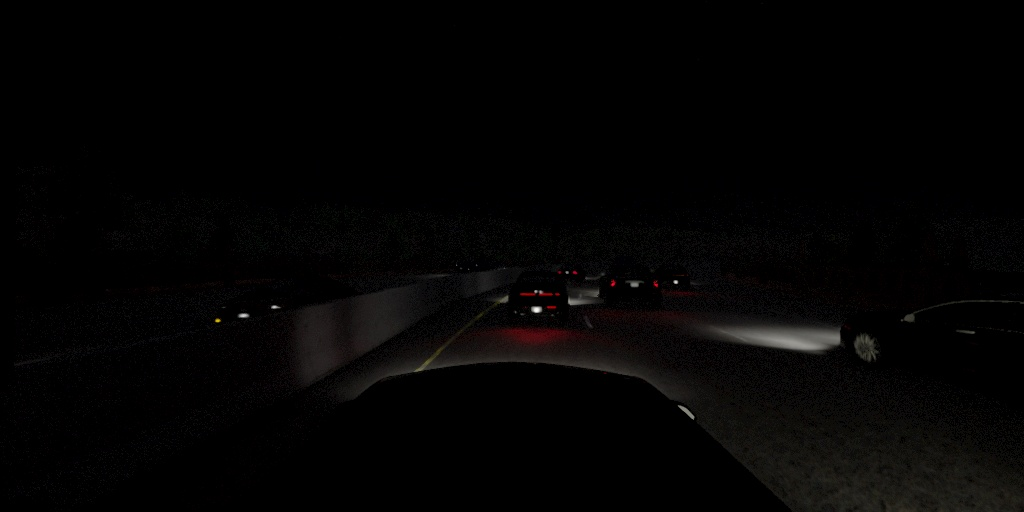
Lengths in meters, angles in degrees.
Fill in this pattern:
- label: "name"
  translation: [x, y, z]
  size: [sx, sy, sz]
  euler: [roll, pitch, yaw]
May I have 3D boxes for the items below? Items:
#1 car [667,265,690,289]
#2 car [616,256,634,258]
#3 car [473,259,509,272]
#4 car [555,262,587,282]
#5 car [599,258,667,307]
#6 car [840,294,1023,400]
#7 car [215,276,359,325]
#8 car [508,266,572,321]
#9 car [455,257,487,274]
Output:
- label: "car"
  translation: [10.407, 1.309, 23.684]
  size: [1.837, 1.490, 4.892]
  euler: [0, 0, 16]
- label: "car"
  translation: [12.363, 1.075, 38.797]
  size: [2.150, 2.045, 5.566]
  euler: [0, 0, 25]
- label: "car"
  translation: [-2.030, 1.398, 41.400]
  size: [2.033, 1.411, 5.357]
  euler: [0, 0, 24]
- label: "car"
  translation: [5.136, 1.362, 30.443]
  size: [2.033, 1.411, 5.357]
  euler: [0, 0, 19]
- label: "car"
  translation: [5.047, 1.133, 15.820]
  size: [2.097, 1.767, 4.553]
  euler: [0, 0, 10]
- label: "car"
  translation: [7.312, 1.287, 5.025]
  size: [1.837, 1.490, 4.892]
  euler: [0, 0, 2]
- label: "car"
  translation: [-6.422, 1.302, 10.832]
  size: [1.994, 1.385, 4.181]
  euler: [0, 0, 6]
- label: "car"
  translation: [1.001, 1.270, 12.557]
  size: [1.837, 1.490, 4.892]
  euler: [0, 0, 7]
- label: "car"
  translation: [-4.743, 1.082, 43.817]
  size: [2.150, 2.045, 5.566]
  euler: [0, 0, 24]
